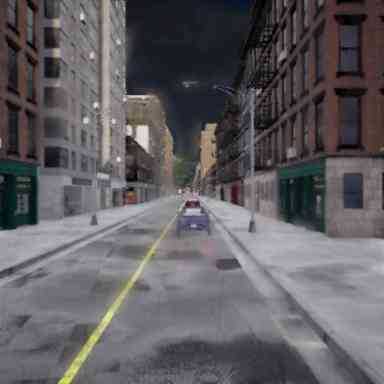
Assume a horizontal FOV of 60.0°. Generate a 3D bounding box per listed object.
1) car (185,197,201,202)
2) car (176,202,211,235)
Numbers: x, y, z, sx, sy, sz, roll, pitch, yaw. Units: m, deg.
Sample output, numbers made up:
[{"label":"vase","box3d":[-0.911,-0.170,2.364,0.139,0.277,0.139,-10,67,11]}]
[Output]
[{"label":"car","box3d":[0.099,1.440,42.694,1.882,1.535,5.008,0,0,0]},{"label":"car","box3d":[0.100,1.509,18.734,1.812,1.442,4.674,0,0,0]}]
